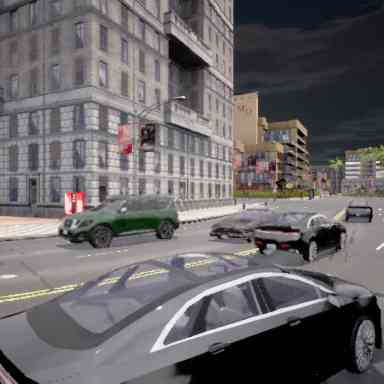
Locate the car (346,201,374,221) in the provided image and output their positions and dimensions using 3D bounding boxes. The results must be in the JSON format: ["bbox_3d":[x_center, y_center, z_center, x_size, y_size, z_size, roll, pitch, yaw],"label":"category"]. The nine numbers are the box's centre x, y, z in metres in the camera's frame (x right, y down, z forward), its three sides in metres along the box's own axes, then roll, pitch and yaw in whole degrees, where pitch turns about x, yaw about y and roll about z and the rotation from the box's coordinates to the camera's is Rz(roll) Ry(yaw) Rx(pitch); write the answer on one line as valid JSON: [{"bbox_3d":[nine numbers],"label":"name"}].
[{"bbox_3d":[13.482,1.480,26.799,2.128,1.511,4.902,0,0,28],"label":"car"}]

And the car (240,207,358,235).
[{"bbox_3d":[4.104,1.485,12.192,2.128,1.511,4.902,0,0,42],"label":"car"}]

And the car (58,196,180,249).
[{"bbox_3d":[-2.992,1.209,14.935,2.150,2.045,5.566,1,0,45],"label":"car"}]

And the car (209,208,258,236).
[{"bbox_3d":[3.044,1.537,16.524,2.033,1.411,5.357,0,0,37],"label":"car"}]

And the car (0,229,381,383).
[{"bbox_3d":[0.409,1.488,3.880,4.902,1.511,2.128,0,0,-38],"label":"car"}]
